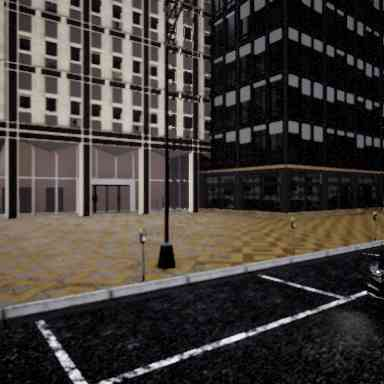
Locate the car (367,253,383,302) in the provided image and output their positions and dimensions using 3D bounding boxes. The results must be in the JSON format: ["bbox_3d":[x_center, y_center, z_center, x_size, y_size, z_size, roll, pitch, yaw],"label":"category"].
[{"bbox_3d":[5.635,1.495,7.124,4.902,1.511,2.128,0,0,-36],"label":"car"}]
